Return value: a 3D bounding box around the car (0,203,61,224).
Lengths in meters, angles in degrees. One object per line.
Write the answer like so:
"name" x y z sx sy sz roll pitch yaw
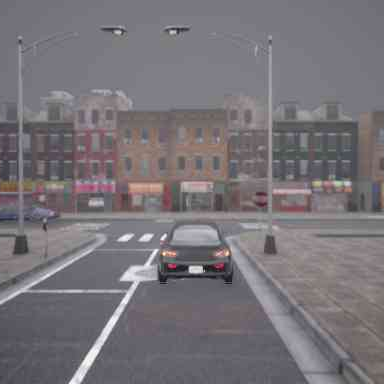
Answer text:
"car" -12.436 1.518 24.162 5.357 1.411 2.033 0 1 -4

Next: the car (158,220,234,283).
"car" 0.103 1.525 9.536 1.812 1.442 4.674 0 0 1
